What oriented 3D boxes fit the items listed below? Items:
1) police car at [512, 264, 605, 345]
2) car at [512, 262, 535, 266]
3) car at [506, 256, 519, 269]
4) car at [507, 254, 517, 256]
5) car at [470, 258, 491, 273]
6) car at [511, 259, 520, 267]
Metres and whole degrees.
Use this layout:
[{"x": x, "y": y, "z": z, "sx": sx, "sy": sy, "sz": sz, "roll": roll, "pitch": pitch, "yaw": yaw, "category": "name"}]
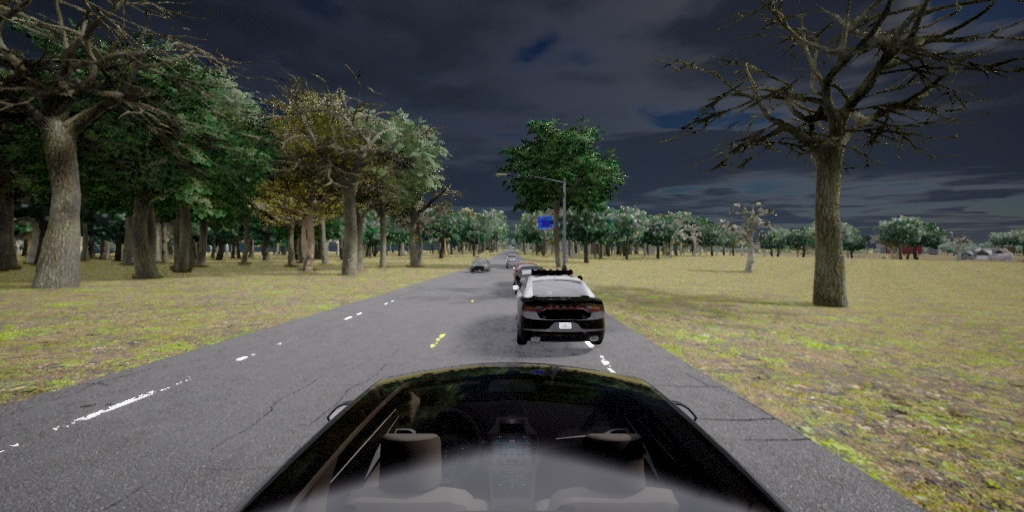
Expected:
[{"x": 1.052, "y": 1.171, "z": 9.652, "sx": 1.930, "sy": 1.638, "sz": 5.238, "roll": 0, "pitch": 0, "yaw": 0, "category": "police car"}, {"x": 1.056, "y": 1.267, "z": 19.542, "sx": 1.812, "sy": 1.442, "sz": 4.674, "roll": 0, "pitch": 0, "yaw": 0, "category": "car"}, {"x": 0.086, "y": 1.084, "z": 52.447, "sx": 2.128, "sy": 1.511, "sz": 4.902, "roll": 0, "pitch": 0, "yaw": 0, "category": "car"}, {"x": 0.024, "y": 0.694, "z": 65.081, "sx": 2.150, "sy": 2.045, "sz": 5.566, "roll": 0, "pitch": 1, "yaw": 0, "category": "car"}, {"x": -3.580, "y": 1.008, "z": 41.311, "sx": 2.097, "sy": 1.767, "sz": 4.553, "roll": 0, "pitch": 0, "yaw": 0, "category": "car"}, {"x": 1.058, "y": 1.211, "z": 25.540, "sx": 1.882, "sy": 1.535, "sz": 5.008, "roll": 0, "pitch": 0, "yaw": 0, "category": "car"}]
